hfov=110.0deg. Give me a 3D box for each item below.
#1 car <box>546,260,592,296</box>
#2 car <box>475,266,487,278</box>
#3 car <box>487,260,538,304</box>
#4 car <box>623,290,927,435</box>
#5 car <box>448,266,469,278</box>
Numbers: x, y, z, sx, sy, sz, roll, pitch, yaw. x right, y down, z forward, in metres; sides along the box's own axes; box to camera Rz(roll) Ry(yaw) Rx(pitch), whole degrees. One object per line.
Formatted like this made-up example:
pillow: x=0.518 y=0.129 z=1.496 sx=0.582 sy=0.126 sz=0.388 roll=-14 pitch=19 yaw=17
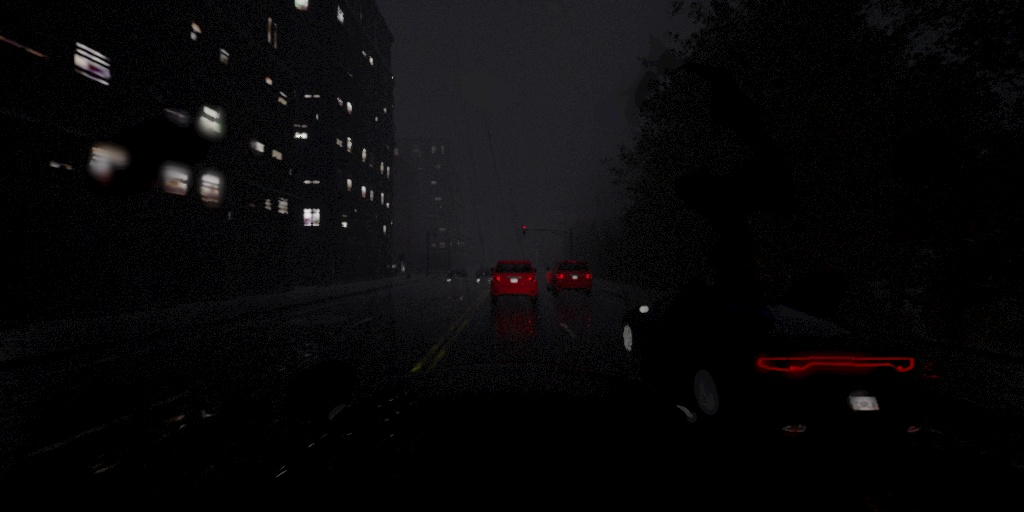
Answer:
car: x=3.344 y=1.262 z=21.773 sx=2.150 sy=2.045 sz=5.566 roll=0 pitch=-1 yaw=0
car: x=-3.268 y=1.930 z=43.737 sx=1.994 sy=1.385 sz=4.181 roll=0 pitch=-1 yaw=0
car: x=0.095 y=1.209 z=18.261 sx=2.150 sy=2.045 sz=5.566 roll=0 pitch=-1 yaw=0
car: x=3.349 y=1.287 z=5.884 sx=1.882 sy=1.535 sz=5.008 roll=0 pitch=-1 yaw=0
car: x=-6.519 y=1.886 z=43.501 sx=1.812 sy=1.442 sz=4.674 roll=0 pitch=-1 yaw=0
